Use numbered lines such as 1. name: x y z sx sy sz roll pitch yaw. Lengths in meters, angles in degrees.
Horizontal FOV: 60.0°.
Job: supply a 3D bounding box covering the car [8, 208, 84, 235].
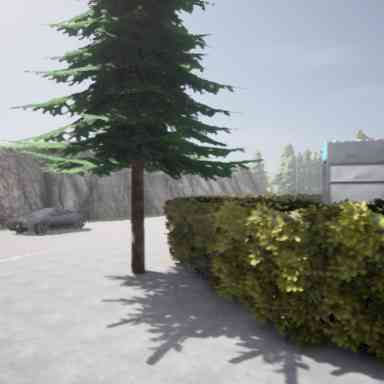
1. car: -8.367 1.647 19.460 1.994 1.385 4.181 0 0 28
